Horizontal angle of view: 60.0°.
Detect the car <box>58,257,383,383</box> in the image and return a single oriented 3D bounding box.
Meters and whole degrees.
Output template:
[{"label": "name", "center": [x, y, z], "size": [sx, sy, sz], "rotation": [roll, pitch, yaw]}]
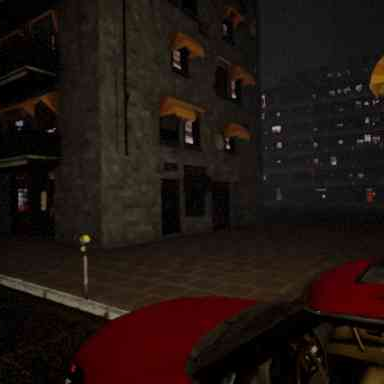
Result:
[{"label": "car", "center": [1.348, 1.315, 1.781], "size": [5.009, 1.841, 2.192], "rotation": [0, -1, 36]}]
